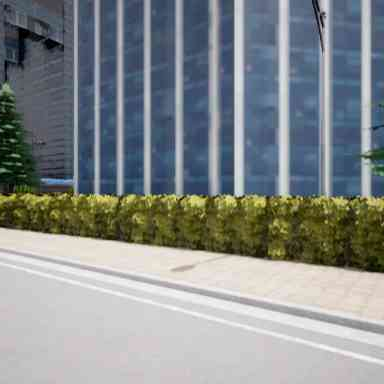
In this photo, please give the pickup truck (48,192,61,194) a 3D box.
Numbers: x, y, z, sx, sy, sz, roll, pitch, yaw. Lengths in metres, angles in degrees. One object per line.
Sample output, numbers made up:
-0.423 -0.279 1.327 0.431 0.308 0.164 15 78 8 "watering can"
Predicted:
-29.255 1.028 71.572 6.274 2.098 2.390 0 0 -24 "pickup truck"
